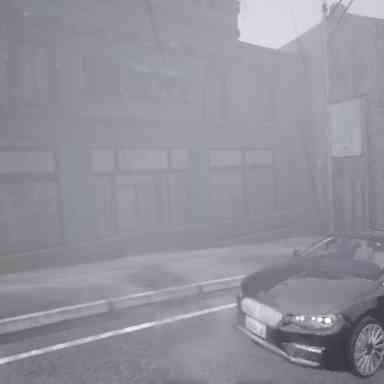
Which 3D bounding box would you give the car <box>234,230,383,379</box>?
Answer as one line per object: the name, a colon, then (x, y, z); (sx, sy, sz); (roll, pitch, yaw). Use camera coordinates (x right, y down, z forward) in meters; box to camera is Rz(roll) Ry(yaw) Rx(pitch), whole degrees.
car: (2.948, 1.423, 5.396); (4.902, 1.511, 2.128); (0, 1, -29)
